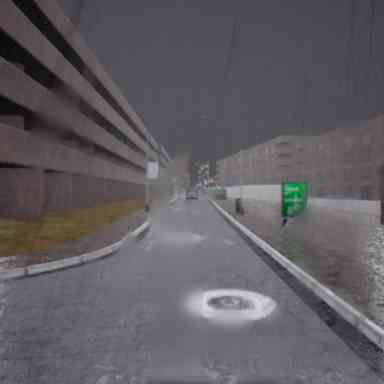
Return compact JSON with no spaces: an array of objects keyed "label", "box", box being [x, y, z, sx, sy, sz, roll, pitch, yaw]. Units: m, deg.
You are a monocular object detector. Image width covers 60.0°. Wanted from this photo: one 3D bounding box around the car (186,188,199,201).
[{"label":"car","box":[0.026,0.566,49.814,2.033,1.411,5.357,0,1,0]}]
